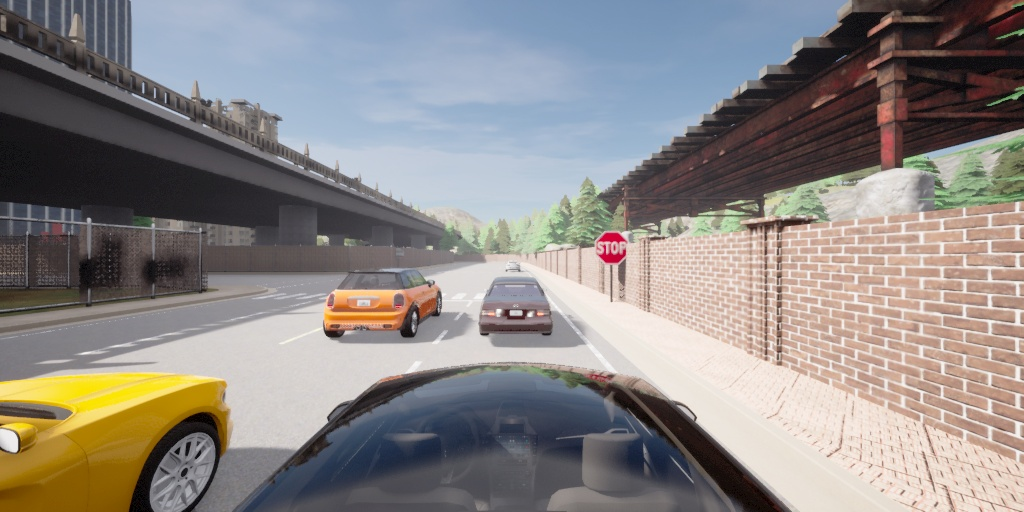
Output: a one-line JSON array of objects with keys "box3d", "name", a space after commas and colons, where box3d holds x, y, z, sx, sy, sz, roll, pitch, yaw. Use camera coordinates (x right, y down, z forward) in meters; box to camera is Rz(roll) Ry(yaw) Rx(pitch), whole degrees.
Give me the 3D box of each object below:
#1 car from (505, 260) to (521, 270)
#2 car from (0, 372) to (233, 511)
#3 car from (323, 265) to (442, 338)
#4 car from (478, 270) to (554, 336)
[{"box3d": [0.125, 1.276, 46.264, 1.812, 1.442, 4.674, 0, 0, -1], "name": "car"}, {"box3d": [-3.398, 1.228, 1.114, 1.882, 1.535, 5.008, 0, 0, 0], "name": "car"}, {"box3d": [-3.411, 1.102, 10.371, 2.097, 1.767, 4.553, 0, 0, 0], "name": "car"}, {"box3d": [0.090, 1.297, 10.390, 2.033, 1.411, 5.357, 0, 0, 0], "name": "car"}]
